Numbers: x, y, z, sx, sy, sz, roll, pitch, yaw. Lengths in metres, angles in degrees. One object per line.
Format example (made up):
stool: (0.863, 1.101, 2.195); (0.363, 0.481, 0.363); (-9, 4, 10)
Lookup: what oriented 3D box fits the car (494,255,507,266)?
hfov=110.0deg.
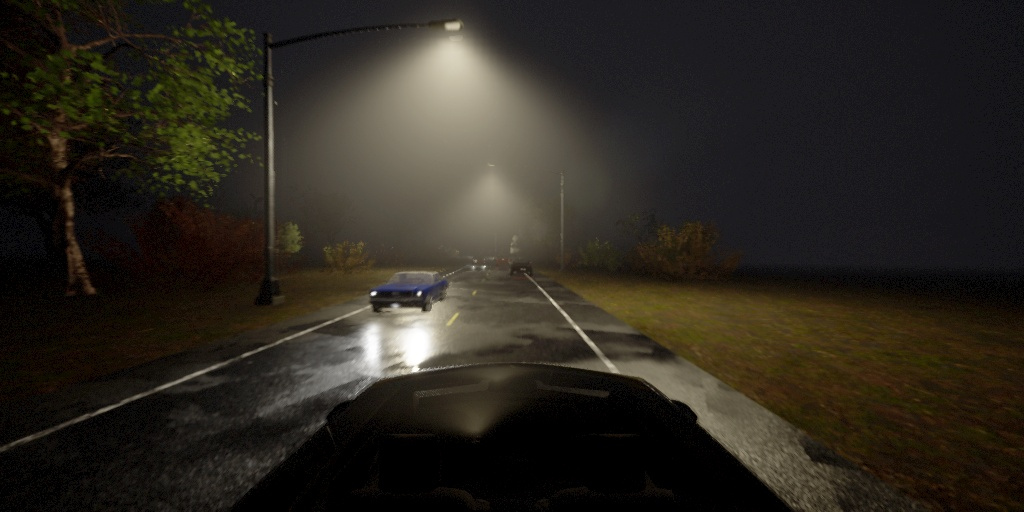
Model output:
car: (-1.334, 0.563, 52.705); (2.097, 1.767, 4.553); (0, 0, -3)

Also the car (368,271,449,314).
car: (-3.672, 1.240, 13.460); (1.895, 1.301, 4.718); (0, 1, -1)

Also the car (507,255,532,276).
car: (0.748, 0.911, 32.254); (1.882, 1.535, 5.008); (0, 1, -2)

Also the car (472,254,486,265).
car: (-5.101, 0.536, 56.044); (2.097, 1.767, 4.553); (0, 1, -3)
